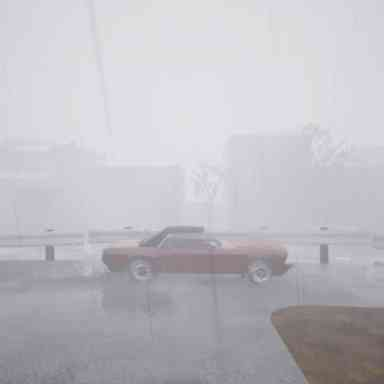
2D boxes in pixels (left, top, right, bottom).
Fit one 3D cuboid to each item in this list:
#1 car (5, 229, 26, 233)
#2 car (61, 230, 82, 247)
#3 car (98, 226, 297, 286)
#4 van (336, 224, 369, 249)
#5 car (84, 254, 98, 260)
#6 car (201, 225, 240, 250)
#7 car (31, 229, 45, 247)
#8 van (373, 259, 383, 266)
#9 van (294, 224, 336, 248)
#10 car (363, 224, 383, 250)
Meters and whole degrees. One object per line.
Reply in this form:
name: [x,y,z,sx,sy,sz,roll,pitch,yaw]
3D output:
car: [-17.971,4.517,33.497,2.097,1.535,5.008,0,0,-18]
car: [-12.044,4.518,33.319,2.097,1.535,5.008,0,0,-18]
car: [0.164,1.605,8.955,4.718,1.301,1.895,0,0,2]
van: [14.529,4.294,32.621,1.878,1.987,4.442,0,0,-18]
car: [-4.361,4.440,16.100,2.435,2.045,5.566,0,1,-18]
car: [2.731,4.394,32.900,2.185,1.767,4.553,0,0,-18]
car: [-15.071,4.515,33.582,1.946,1.575,5.366,0,0,-18]
van: [10.773,4.468,15.560,1.878,1.987,4.442,0,1,-18]
van: [11.572,4.294,32.712,1.878,1.987,4.442,0,0,-18]
car: [17.541,4.267,32.398,2.435,2.045,5.566,0,0,-18]
